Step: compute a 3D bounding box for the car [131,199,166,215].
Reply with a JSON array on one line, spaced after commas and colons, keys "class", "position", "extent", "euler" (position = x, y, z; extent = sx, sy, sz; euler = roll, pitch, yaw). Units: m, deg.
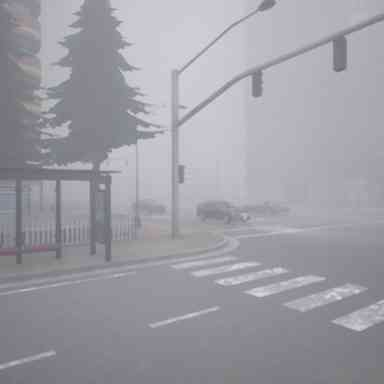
[{"class": "car", "position": [-4.495, 1.449, 34.067], "extent": [1.882, 1.535, 5.008], "euler": [0, 0, -35]}]

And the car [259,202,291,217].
[{"class": "car", "position": [6.644, 1.534, 30.868], "extent": [1.895, 1.301, 4.718], "euler": [0, 0, -36]}]

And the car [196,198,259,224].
[{"class": "car", "position": [2.224, 1.463, 24.500], "extent": [2.128, 1.511, 4.902], "euler": [0, 0, -34]}]

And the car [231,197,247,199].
[{"class": "car", "position": [2.457, 1.431, 30.292], "extent": [1.882, 1.535, 5.008], "euler": [0, 0, -35]}]
